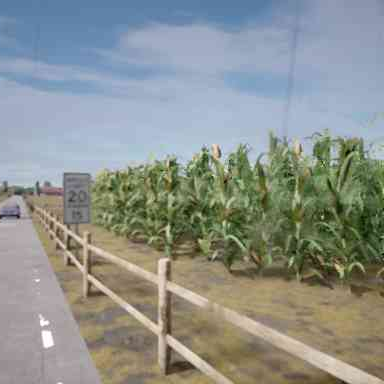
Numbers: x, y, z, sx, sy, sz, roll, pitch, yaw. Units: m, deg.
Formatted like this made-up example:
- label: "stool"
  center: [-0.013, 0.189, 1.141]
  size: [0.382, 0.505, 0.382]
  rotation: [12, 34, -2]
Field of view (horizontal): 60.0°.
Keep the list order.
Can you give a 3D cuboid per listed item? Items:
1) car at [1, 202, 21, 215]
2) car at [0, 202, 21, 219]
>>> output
- label: "car"
  center: [-23.275, 2.084, 42.969]
  size: [2.128, 1.511, 4.902]
  rotation: [0, -1, -27]
- label: "car"
  center: [-18.707, 2.018, 34.223]
  size: [2.033, 1.411, 5.357]
  rotation: [0, -1, -27]
